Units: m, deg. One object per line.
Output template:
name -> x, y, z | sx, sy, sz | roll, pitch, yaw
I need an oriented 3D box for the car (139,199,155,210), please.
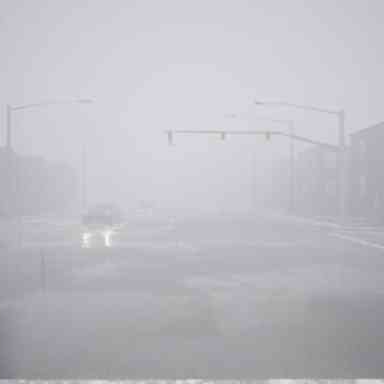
car -> -6.857, 1.876, 51.087 | 1.882, 1.535, 5.008 | 0, 0, 0

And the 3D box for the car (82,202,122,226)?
car -> -6.822, 1.537, 25.642 | 2.097, 1.767, 4.553 | 0, -1, 0
